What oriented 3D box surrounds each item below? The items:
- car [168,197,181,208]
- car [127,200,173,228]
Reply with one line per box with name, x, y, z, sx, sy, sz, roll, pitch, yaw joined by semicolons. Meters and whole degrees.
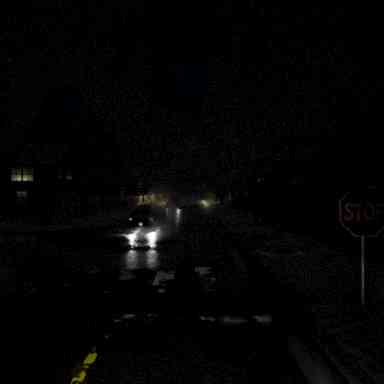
car;-2.669;1.436;47.315;1.837;1.490;4.892;0;0;0
car;-2.829;1.539;22.464;2.033;1.411;5.357;0;0;5
